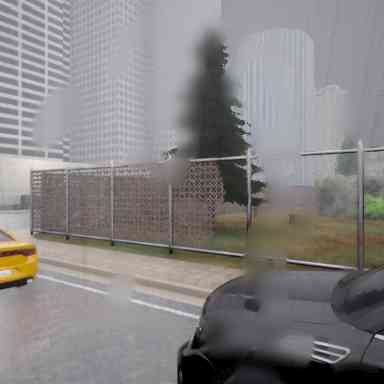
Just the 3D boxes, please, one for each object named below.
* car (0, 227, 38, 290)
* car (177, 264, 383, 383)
[{"bbox_3d":[-5.766,1.478,8.075,5.008,1.535,1.882,0,0,35],"label":"car"},{"bbox_3d":[2.528,1.222,2.231,5.566,2.045,2.150,0,0,35],"label":"car"}]
